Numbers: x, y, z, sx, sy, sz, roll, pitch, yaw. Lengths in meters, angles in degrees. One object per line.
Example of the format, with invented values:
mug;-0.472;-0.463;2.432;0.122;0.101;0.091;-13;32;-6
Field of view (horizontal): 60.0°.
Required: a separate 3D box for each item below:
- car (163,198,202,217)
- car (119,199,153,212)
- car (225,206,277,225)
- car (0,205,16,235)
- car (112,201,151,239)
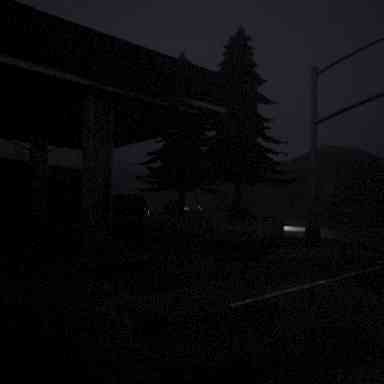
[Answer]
car;-0.980;1.510;32.864;2.097;1.767;4.553;1;0;-35
car;-7.109;1.638;41.542;2.033;1.411;5.357;1;0;-35
car;4.423;1.782;25.213;1.994;1.385;4.181;1;0;-35
car;-11.343;1.530;18.699;2.242;1.667;4.611;1;0;-36
car;-4.212;1.439;18.501;1.905;1.878;3.866;1;0;-36
